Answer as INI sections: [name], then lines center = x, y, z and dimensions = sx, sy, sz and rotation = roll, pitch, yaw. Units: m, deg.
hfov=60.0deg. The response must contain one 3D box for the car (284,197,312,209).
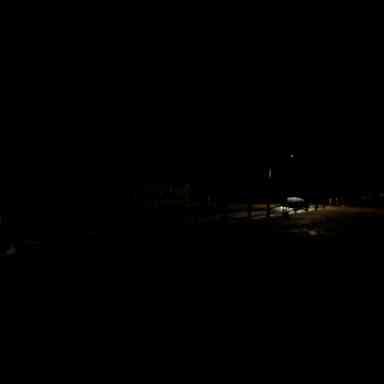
[car]
center = 14.219, 1.608, 43.721
dimensions = 1.895, 1.301, 4.718
rotation = 2, 1, 36
